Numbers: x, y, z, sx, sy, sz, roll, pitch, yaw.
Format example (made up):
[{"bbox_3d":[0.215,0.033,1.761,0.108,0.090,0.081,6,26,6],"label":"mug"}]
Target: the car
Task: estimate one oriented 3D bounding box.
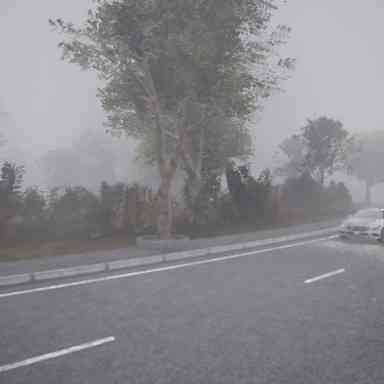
[{"bbox_3d":[9.034,1.563,16.633,1.812,1.442,4.674,0,0,45],"label":"car"}]
